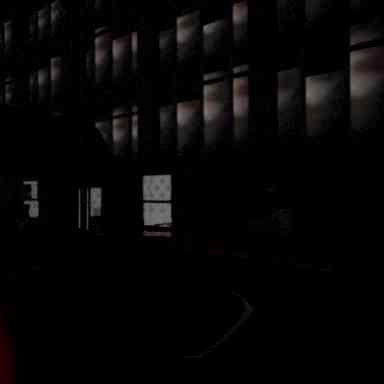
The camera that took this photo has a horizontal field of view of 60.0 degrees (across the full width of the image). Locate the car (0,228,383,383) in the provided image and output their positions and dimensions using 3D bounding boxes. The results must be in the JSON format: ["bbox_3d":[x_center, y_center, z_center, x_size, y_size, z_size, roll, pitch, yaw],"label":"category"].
[{"bbox_3d":[-0.712,1.311,3.393,5.009,1.841,2.192,0,0,35],"label":"car"}]
